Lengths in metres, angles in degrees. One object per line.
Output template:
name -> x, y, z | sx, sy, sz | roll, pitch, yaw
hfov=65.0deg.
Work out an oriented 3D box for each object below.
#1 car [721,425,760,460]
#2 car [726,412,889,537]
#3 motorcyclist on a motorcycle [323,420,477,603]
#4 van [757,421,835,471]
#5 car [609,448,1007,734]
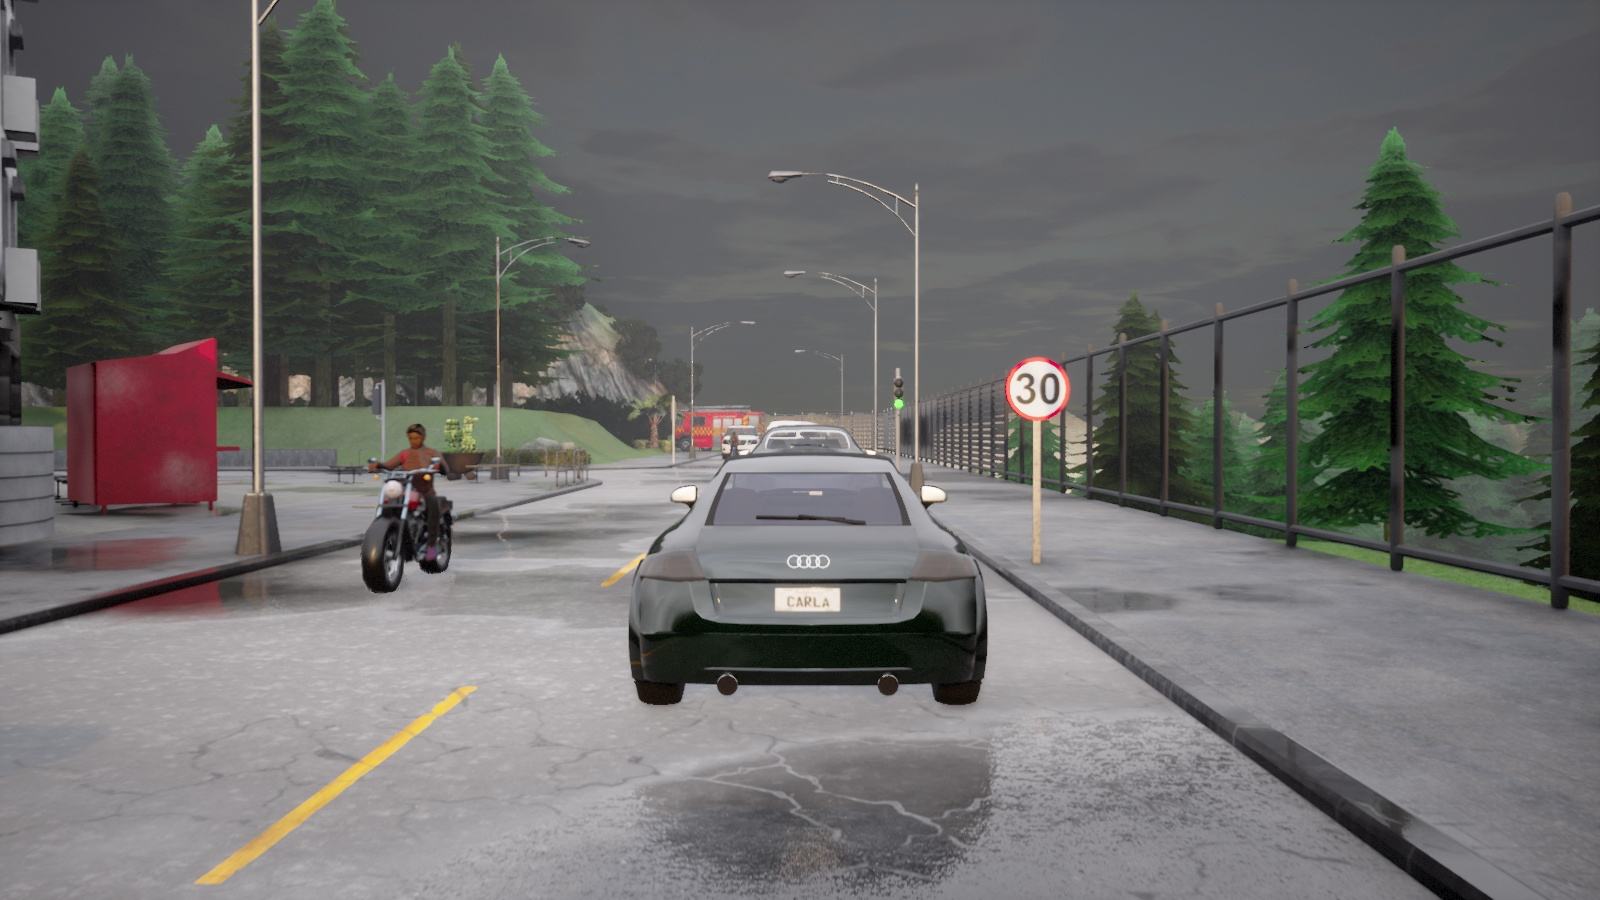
car -> -3.591, -0.489, 76.951 | 2.150, 2.045, 5.566 | 0, 1, 0
car -> 0.114, 0.288, 19.115 | 2.152, 1.651, 5.027 | 0, 1, 0
motorcyclist on a motorcycle -> -3.919, 0.538, 12.519 | 0.766, 1.649, 2.350 | 0, 1, 0
van -> -0.114, -0.193, 53.531 | 2.069, 2.038, 4.480 | 1, 1, 16
car -> 0.056, 0.706, 8.398 | 1.994, 1.385, 4.181 | 0, 1, 1
